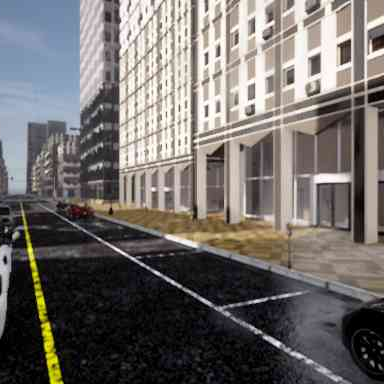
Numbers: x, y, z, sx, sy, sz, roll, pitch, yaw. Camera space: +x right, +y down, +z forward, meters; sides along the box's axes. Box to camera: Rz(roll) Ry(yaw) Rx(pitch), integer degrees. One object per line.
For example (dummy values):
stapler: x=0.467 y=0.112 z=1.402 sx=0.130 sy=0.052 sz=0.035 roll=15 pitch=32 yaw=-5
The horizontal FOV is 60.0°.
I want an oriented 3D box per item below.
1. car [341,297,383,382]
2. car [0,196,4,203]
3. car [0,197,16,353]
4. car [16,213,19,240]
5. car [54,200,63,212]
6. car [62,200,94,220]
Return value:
car: x=3.567 y=1.566 z=3.081 sx=1.947 sy=1.339 sz=4.313 roll=0 pitch=0 yaw=-28
car: x=-41.180 y=1.605 z=70.766 sx=1.802 sy=1.307 sz=4.206 roll=0 pitch=0 yaw=-28
car: x=-4.384 y=1.220 z=5.813 sx=2.150 sy=2.045 sz=5.566 roll=0 pitch=0 yaw=-27
car: x=-10.740 y=1.503 z=18.251 sx=1.837 sy=1.490 sz=4.892 roll=0 pitch=0 yaw=-27
car: x=-14.694 y=1.552 z=38.151 sx=2.008 sy=1.369 sz=4.403 roll=0 pitch=0 yaw=-28
car: x=-9.476 y=1.544 z=28.131 sx=1.887 sy=1.381 sz=4.507 roll=0 pitch=0 yaw=-28
